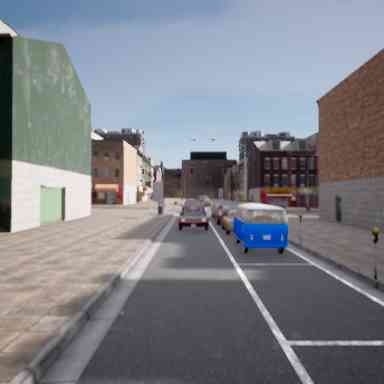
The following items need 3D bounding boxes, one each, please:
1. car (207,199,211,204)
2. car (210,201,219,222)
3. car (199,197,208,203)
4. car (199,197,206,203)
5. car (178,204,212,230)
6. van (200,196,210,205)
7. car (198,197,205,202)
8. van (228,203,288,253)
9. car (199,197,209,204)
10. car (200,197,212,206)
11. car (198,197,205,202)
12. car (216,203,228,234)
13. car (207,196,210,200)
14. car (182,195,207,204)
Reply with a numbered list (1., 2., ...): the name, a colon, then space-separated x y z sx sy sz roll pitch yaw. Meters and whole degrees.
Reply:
1. car: 2.636 1.655 30.196 1.887 1.381 4.507 1 0 0
2. car: 2.639 1.527 24.655 1.967 1.590 4.097 1 0 0
3. car: 2.618 1.921 79.054 2.008 1.369 4.403 1 0 0
4. car: 2.616 1.989 84.558 1.802 1.307 4.206 1 0 0
5. car: 0.094 1.675 21.524 1.895 1.301 4.718 0 0 0
6. van: 2.625 1.642 68.049 1.690 1.788 3.998 1 0 0
7. car: 2.611 2.063 95.565 1.802 1.307 4.206 0 0 0
8. van: 2.644 1.386 13.574 1.690 1.788 3.998 1 0 0
9. car: 2.620 1.901 73.552 1.947 1.339 4.313 1 0 0
10. car: 2.626 1.710 62.545 1.967 1.590 4.097 1 0 0
11. car: 2.614 2.026 90.061 1.802 1.307 4.206 1 0 0
12. car: 2.640 1.592 19.285 1.752 1.417 4.829 1 0 0
13. car: 2.627 1.765 57.211 1.752 1.417 4.829 1 0 0
14. car: 0.089 1.468 31.549 2.097 1.767 4.553 0 0 0
